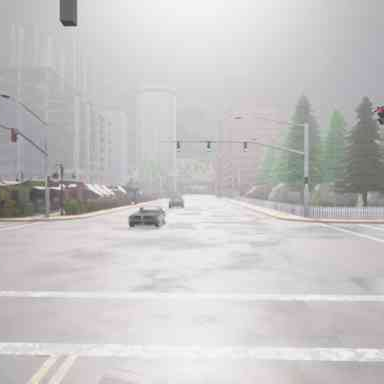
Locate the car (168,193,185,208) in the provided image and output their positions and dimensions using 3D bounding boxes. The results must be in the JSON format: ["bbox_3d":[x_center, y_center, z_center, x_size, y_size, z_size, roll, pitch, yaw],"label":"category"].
[{"bbox_3d":[-2.131,1.290,46.605,2.097,1.767,4.553,0,0,2],"label":"car"}]

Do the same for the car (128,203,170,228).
[{"bbox_3d":[-2.870,1.599,22.133,1.895,1.301,4.718,0,0,3],"label":"car"}]
